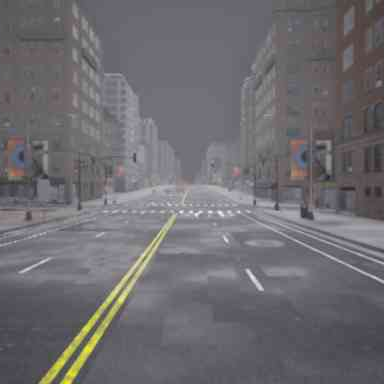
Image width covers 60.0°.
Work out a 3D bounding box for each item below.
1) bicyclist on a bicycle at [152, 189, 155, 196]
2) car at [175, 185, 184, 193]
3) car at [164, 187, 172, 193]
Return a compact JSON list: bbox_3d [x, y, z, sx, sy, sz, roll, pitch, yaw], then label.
[{"bbox_3d":[-8.759,0.138,75.543,0.659,1.776,1.843,0,2,0],"label":"bicyclist on a bicycle"},{"bbox_3d":[-3.261,-0.860,89.469,2.150,2.045,5.566,0,2,0],"label":"car"},{"bbox_3d":[-6.511,-0.608,89.507,1.882,1.535,5.008,0,2,0],"label":"car"}]
